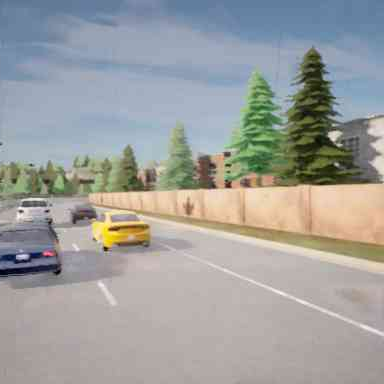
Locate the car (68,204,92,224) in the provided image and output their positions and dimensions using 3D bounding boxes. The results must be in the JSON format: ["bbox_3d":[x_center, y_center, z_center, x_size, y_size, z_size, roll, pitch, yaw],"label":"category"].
[{"bbox_3d":[-9.086,1.759,27.581,1.837,1.490,4.892,-1,0,-24],"label":"car"}]

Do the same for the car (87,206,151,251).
[{"bbox_3d":[-3.330,1.592,14.951,1.882,1.535,5.008,-1,0,-24],"label":"car"}]

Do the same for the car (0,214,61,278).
[{"bbox_3d":[-5.172,1.665,10.472,2.033,1.411,5.357,-1,0,-24],"label":"car"}]

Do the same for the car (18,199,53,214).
[{"bbox_3d":[-11.804,1.499,25.068,2.150,2.045,5.566,-1,0,-24],"label":"car"}]
